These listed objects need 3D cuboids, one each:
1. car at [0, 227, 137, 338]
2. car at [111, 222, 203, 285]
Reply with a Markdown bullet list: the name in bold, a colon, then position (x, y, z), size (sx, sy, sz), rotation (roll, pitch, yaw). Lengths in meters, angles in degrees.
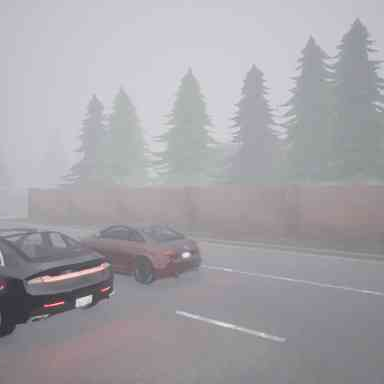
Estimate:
- **car**: position (-3.656, 1.492, 6.617), size (4.902, 1.511, 2.128), rotation (0, 0, 36)
- **car**: position (-1.766, 1.564, 9.572), size (4.181, 1.385, 1.994), rotation (0, 0, 36)
